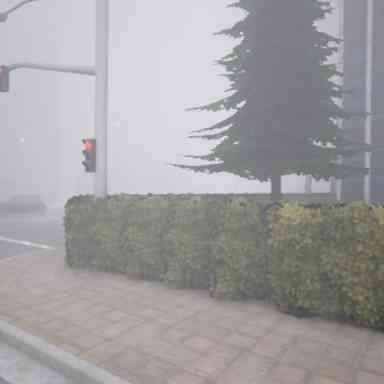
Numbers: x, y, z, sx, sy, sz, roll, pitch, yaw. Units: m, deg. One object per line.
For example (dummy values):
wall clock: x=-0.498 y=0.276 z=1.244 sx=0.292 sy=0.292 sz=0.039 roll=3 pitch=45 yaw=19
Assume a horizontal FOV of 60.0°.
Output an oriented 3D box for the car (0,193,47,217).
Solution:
car: x=-13.907 y=0.965 z=26.101 sx=2.097 sy=1.767 sz=4.553 roll=1 pitch=1 yaw=35

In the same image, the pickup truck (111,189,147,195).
pickup truck: x=-10.341 y=0.479 z=53.788 sx=6.274 sy=2.098 sz=2.390 roll=0 pitch=1 yaw=-24
